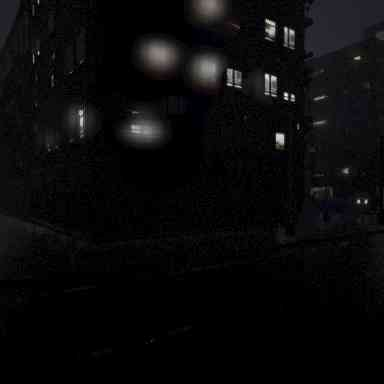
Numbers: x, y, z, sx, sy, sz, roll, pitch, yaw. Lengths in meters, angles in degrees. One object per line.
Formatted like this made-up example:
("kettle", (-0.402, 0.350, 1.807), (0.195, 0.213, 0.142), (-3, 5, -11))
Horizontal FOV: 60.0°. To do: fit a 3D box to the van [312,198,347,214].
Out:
("van", (16.027, 1.607, 38.923), (1.690, 1.788, 3.998), (-1, 0, -36))
